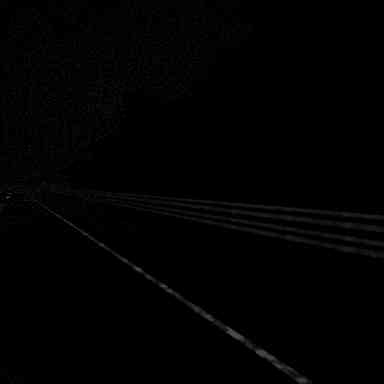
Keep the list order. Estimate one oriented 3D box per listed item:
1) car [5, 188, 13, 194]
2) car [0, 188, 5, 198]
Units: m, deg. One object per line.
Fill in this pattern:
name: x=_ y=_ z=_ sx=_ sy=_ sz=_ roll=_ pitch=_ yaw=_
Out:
car: x=-41.473 y=-0.281 z=74.873 sx=2.033 sy=1.411 sz=5.357 roll=-3 pitch=3 yaw=-23
car: x=-30.014 y=0.385 z=50.379 sx=2.033 sy=1.411 sz=5.357 roll=-3 pitch=3 yaw=-27
